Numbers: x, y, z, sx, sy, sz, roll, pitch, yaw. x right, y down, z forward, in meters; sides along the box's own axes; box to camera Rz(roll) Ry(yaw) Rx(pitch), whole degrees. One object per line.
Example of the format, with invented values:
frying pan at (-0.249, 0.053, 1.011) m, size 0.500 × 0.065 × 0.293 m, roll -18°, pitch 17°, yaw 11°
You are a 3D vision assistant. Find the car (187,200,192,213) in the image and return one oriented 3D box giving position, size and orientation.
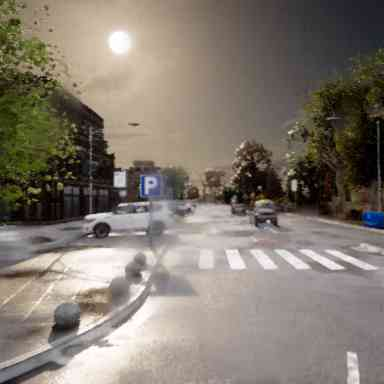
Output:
car at (-2.888, 2.308, 44.807) m, size 4.553 × 1.767 × 2.185 m, roll -1°, pitch -1°, yaw -18°

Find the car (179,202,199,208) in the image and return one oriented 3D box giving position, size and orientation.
car at (-0.821, 3.530, 92.834) m, size 5.366 × 1.575 × 1.946 m, roll -1°, pitch -2°, yaw -18°

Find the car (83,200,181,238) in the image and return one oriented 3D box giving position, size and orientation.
car at (-3.878, 1.691, 20.777) m, size 5.566 × 2.045 × 2.435 m, roll -1°, pitch -1°, yaw -18°

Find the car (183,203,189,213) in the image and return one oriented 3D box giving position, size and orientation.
car at (-3.274, 2.248, 35.794) m, size 5.008 × 1.535 × 2.097 m, roll -1°, pitch -1°, yaw -18°

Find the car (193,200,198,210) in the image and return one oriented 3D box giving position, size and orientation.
car at (-2.525, 2.373, 53.816) m, size 5.566 × 2.045 × 2.435 m, roll -1°, pitch -2°, yaw -18°

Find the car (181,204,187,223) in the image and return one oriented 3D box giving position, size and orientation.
car at (-3.452, 2.060, 26.852) m, size 5.366 × 1.575 × 1.946 m, roll -1°, pitch -2°, yaw -18°

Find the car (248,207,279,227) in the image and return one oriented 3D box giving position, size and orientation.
car at (5.932, 2.044, 27.851) m, size 1.837 × 1.490 × 4.892 m, roll 0°, pitch -1°, yaw 2°

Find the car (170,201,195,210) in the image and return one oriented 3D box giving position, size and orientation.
car at (-1.959, 2.836, 68.790) m, size 4.553 × 1.767 × 2.185 m, roll -1°, pitch -2°, yaw -18°

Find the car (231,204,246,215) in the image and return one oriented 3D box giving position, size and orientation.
car at (6.681, 2.450, 48.189) m, size 2.128 × 1.511 × 4.902 m, roll 0°, pitch -1°, yaw 2°

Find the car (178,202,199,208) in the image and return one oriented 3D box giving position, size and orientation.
car at (-0.930, 3.457, 89.835) m, size 5.366 × 1.575 × 1.946 m, roll -1°, pitch -2°, yaw -18°

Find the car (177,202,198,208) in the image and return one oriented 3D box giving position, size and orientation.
car at (-1.225, 3.391, 86.780) m, size 4.892 × 1.521 × 2.231 m, roll -1°, pitch -2°, yaw -18°

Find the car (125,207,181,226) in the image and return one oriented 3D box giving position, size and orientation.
car at (-3.520, 2.166, 29.797) m, size 4.674 × 1.452 × 2.002 m, roll -1°, pitch -2°, yaw -18°

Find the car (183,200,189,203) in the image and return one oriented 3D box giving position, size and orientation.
car at (-3.197, 2.185, 38.799) m, size 4.553 × 1.767 × 2.185 m, roll -1°, pitch -2°, yaw -18°

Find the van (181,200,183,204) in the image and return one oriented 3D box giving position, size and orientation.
van at (-3.514, 1.963, 32.761) m, size 4.442 × 1.987 × 1.878 m, roll -1°, pitch -1°, yaw -18°
